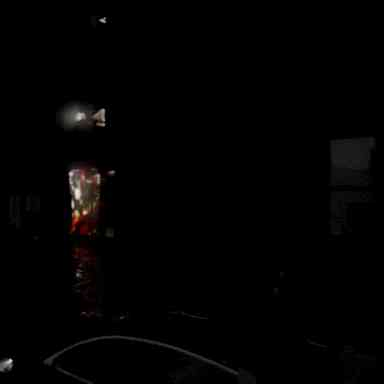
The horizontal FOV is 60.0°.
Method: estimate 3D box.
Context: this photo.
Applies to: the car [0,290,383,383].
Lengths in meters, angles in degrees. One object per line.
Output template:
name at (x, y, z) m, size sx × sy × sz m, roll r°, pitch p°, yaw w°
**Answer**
car at (-0.023, 1.549, 2.686) m, size 4.403 × 1.369 × 2.008 m, roll 0°, pitch 1°, yaw 36°
